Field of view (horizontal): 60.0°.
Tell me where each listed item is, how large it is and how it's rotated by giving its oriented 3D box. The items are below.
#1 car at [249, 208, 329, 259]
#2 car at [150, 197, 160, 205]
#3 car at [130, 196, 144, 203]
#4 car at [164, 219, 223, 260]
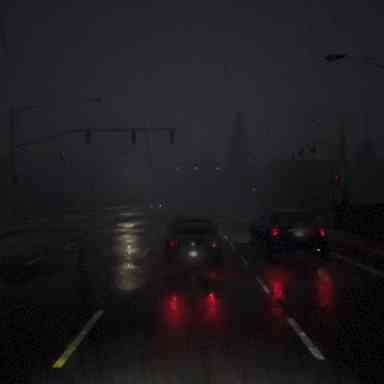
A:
[{"bbox_3d":[3.562,1.413,13.082,2.097,1.767,4.553,0,0,0],"label":"car"},{"bbox_3d":[-7.382,1.784,66.191,1.882,1.535,5.008,0,0,-11],"label":"car"},{"bbox_3d":[-13.418,1.729,80.995,2.097,1.767,4.553,0,0,-32],"label":"car"},{"bbox_3d":[0.060,1.660,12.625,1.895,1.301,4.718,0,0,0],"label":"car"}]
